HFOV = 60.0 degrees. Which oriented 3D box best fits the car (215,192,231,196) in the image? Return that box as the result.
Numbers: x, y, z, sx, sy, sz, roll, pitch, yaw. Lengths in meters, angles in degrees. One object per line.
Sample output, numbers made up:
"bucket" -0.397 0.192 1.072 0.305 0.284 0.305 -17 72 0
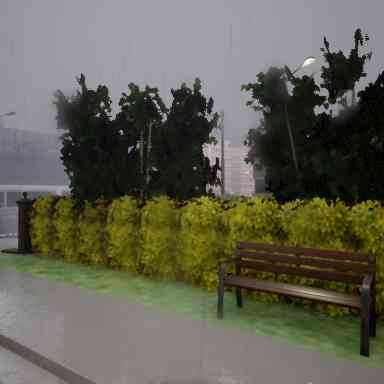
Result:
"car" 6.155 0.704 67.372 1.882 1.535 5.008 0 1 36
